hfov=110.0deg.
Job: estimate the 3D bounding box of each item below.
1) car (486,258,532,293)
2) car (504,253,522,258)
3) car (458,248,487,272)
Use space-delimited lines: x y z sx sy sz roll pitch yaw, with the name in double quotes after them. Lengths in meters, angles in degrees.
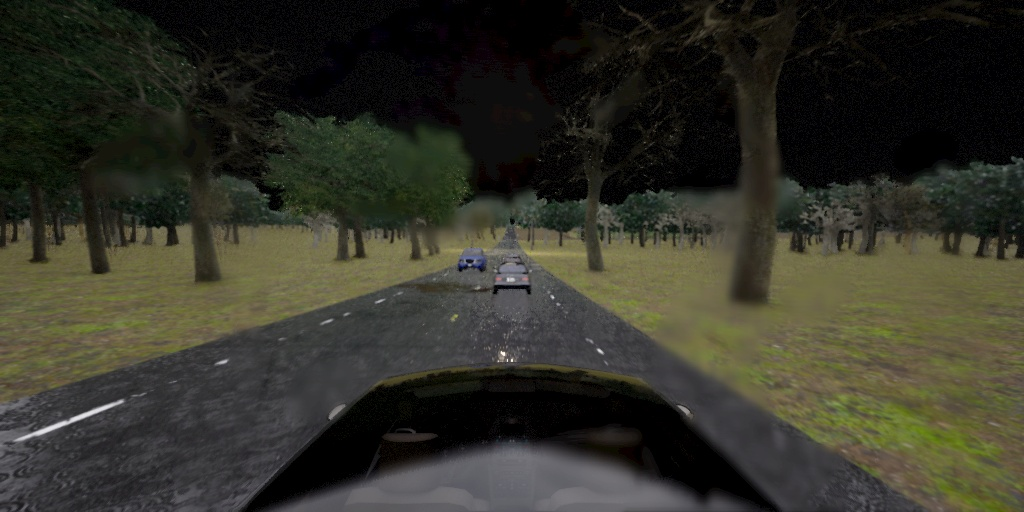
0.037 1.017 18.205 2.033 1.411 5.357 0 1 1 "car"
0.097 0.412 38.689 2.128 1.511 4.902 0 2 0 "car"
-3.499 0.332 32.497 2.150 2.045 5.566 0 1 0 "car"
